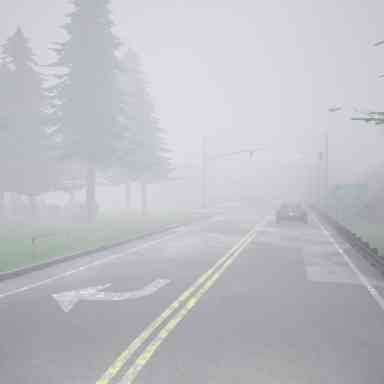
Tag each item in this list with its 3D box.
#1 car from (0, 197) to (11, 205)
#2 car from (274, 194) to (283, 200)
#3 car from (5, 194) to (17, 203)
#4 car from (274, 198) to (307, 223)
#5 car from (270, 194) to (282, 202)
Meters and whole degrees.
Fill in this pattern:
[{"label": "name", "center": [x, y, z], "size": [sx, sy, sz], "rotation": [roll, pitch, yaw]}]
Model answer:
[{"label": "car", "center": [-33.630, 1.530, 57.466], "size": [4.181, 1.385, 1.994], "rotation": [0, 0, 27]}, {"label": "car", "center": [22.493, 1.329, 86.430], "size": [2.128, 1.511, 4.902], "rotation": [0, 0, 17]}, {"label": "car", "center": [-28.601, 1.187, 51.206], "size": [5.566, 2.045, 2.150], "rotation": [0, 0, 23]}, {"label": "car", "center": [6.991, 1.368, 23.287], "size": [1.994, 1.385, 4.181], "rotation": [0, 0, 17]}, {"label": "car", "center": [17.957, 1.304, 71.545], "size": [1.837, 1.490, 4.892], "rotation": [0, 0, 17]}]
